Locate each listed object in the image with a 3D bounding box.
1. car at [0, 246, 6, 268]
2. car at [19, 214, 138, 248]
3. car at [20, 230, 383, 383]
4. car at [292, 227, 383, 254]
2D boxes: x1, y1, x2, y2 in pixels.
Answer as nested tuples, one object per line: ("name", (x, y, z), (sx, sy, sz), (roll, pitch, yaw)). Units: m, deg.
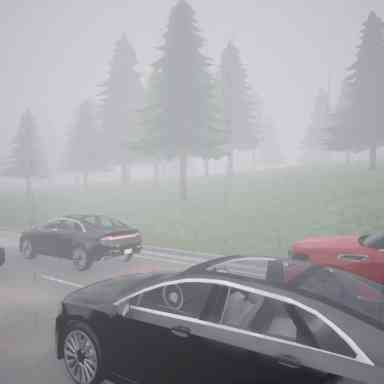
("car", (-7.085, 1.601, 9.027), (4.718, 1.301, 1.895), (0, 0, 36))
("car", (-3.798, 1.492, 10.971), (4.902, 1.511, 2.128), (0, 0, 36))
("car", (0.440, 1.492, 3.680), (4.902, 1.511, 2.128), (0, 0, 36))
("car", (4.248, 1.222, 5.261), (5.566, 2.045, 2.150), (0, 0, 36))
